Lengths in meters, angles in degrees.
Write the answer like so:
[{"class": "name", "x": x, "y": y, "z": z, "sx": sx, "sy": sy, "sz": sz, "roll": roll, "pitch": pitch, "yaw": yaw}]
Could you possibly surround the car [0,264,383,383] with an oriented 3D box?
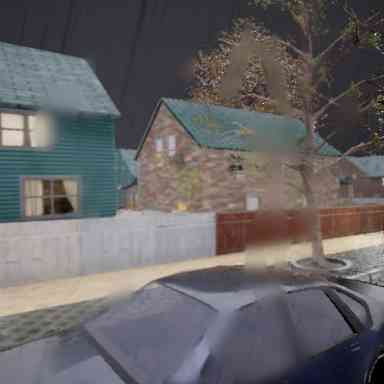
[{"class": "car", "x": 0.304, "y": 1.544, "z": 3.286, "sx": 5.357, "sy": 1.411, "sz": 2.033, "roll": 0, "pitch": 0, "yaw": -35}]
